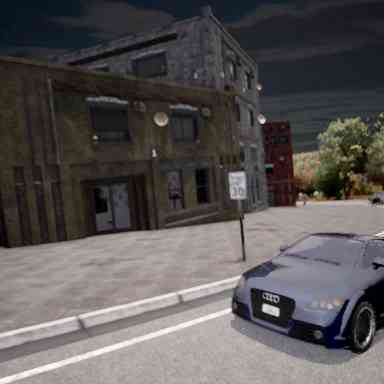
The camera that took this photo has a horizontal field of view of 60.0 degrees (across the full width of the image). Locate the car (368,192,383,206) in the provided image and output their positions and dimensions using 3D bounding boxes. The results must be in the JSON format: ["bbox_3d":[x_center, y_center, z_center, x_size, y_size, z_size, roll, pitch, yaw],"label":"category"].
[{"bbox_3d":[24.486,0.928,42.653,2.128,1.511,4.902,-4,-2,10],"label":"car"}]

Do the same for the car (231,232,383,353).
[{"bbox_3d":[2.660,1.463,6.049,4.181,1.385,1.994,-2,1,-40],"label":"car"}]

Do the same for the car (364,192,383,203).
[{"bbox_3d":[28.968,0.782,51.143,2.128,1.511,4.902,-5,-1,-1],"label":"car"}]
